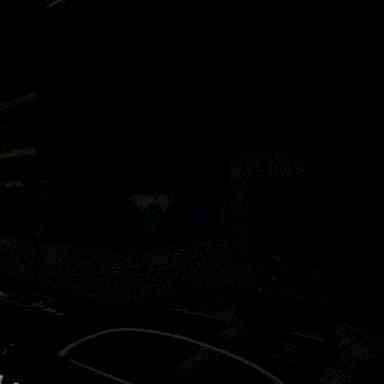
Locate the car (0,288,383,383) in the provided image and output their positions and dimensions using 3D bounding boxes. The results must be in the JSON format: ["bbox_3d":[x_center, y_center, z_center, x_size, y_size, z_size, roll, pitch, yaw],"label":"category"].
[{"bbox_3d":[0.022,1.564,2.832,4.403,1.369,2.008,-1,0,36],"label":"car"}]
